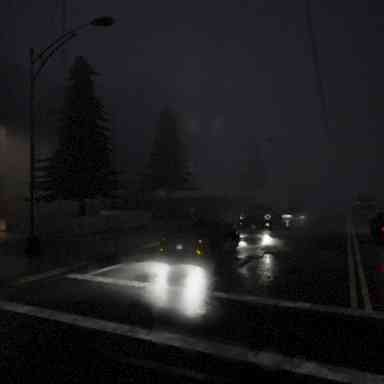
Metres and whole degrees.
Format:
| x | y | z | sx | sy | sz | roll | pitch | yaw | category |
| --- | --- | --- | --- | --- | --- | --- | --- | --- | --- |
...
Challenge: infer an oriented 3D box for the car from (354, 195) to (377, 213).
| x | y | z | sx | sy | sz | roll | pitch | yaw | category |
| --- | --- | --- | --- | --- | --- | --- | --- | --- | --- |
| 20.421 | 1.395 | 39.175 | 2.150 | 2.045 | 5.566 | -1 | 0 | 27 | car |

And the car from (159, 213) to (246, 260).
| x | y | z | sx | sy | sz | roll | pitch | yaw | category |
| --- | --- | --- | --- | --- | --- | --- | --- | --- | --- |
| 0.443 | 1.698 | 13.082 | 1.994 | 1.385 | 4.181 | -1 | -1 | 26 | car |

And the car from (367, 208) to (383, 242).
| x | y | z | sx | sy | sz | roll | pitch | yaw | category |
| --- | --- | --- | --- | --- | --- | --- | --- | --- | --- |
| 9.913 | 1.659 | 16.326 | 1.895 | 1.301 | 4.718 | -1 | -1 | 25 | car |

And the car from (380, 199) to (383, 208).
| x | y | z | sx | sy | sz | roll | pitch | yaw | category |
| --- | --- | --- | --- | --- | --- | --- | --- | --- | --- |
| 27.660 | 1.516 | 46.637 | 2.097 | 1.767 | 4.553 | -1 | -1 | 25 | car |

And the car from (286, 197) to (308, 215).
| x | y | z | sx | sy | sz | roll | pitch | yaw | category |
| --- | --- | --- | --- | --- | --- | --- | --- | --- | --- |
| 12.229 | 1.735 | 38.442 | 1.882 | 1.535 | 5.008 | -1 | -1 | 25 | car |

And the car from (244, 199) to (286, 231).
| x | y | z | sx | sy | sz | roll | pitch | yaw | category |
| --- | --- | --- | --- | --- | --- | --- | --- | --- | --- |
| 4.635 | 1.530 | 22.101 | 2.097 | 1.767 | 4.553 | -1 | -1 | 25 | car |
